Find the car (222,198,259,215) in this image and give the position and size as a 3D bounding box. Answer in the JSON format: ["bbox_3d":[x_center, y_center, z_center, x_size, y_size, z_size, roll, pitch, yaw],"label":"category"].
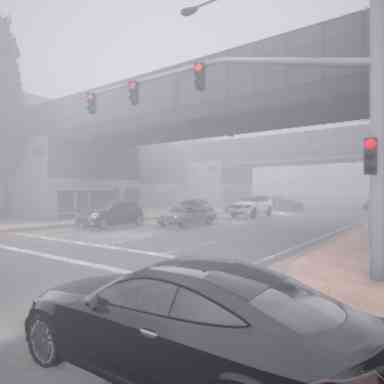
[{"bbox_3d":[5.340,1.499,36.045,1.882,1.535,5.008,0,0,36],"label":"car"}]

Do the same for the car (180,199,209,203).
[{"bbox_3d":[-0.124,1.377,28.584,2.097,1.767,4.553,0,0,36],"label":"car"}]

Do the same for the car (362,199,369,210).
[{"bbox_3d":[22.576,1.559,41.492,1.994,1.385,4.181,0,0,36],"label":"car"}]

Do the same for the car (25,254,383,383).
[{"bbox_3d":[-0.139,1.529,4.070,4.674,1.442,1.812,0,0,36],"label":"car"}]

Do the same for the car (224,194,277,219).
[{"bbox_3d":[5.457,1.238,30.287,2.150,2.045,5.566,0,0,36],"label":"car"}]

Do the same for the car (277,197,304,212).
[{"bbox_3d":[11.440,1.577,38.438,1.994,1.385,4.181,0,0,37],"label":"car"}]

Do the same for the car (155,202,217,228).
[{"bbox_3d":[-0.311,1.621,22.401,1.895,1.301,4.718,0,0,36],"label":"car"}]

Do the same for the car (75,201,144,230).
[{"bbox_3d":[-5.265,1.380,21.556,2.097,1.767,4.553,0,0,36],"label":"car"}]
